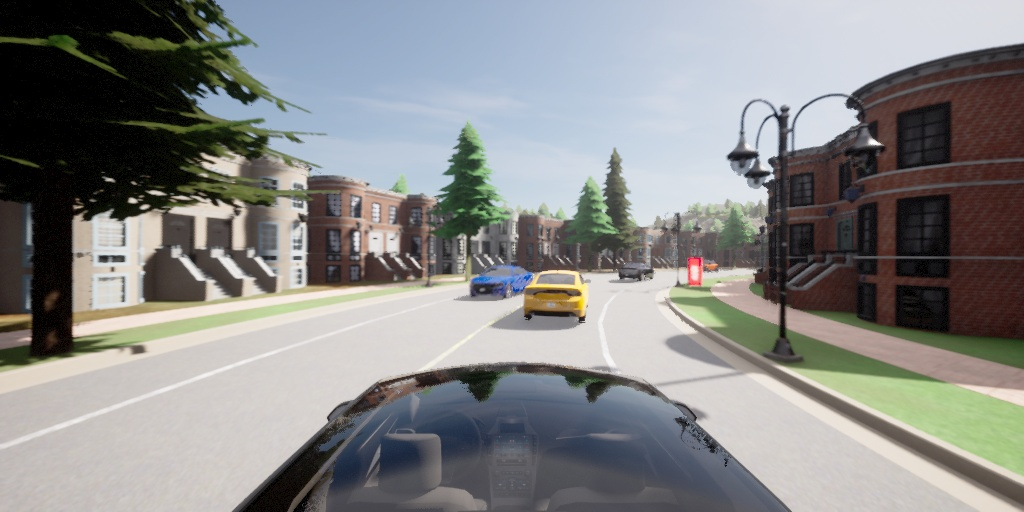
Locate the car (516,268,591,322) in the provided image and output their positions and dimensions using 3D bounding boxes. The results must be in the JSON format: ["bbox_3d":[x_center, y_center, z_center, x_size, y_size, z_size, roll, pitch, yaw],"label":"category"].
[{"bbox_3d":[1.695,1.242,12.581,1.882,1.535,5.008,0,0,14],"label":"car"}]

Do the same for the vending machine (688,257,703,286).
[{"bbox_3d":[12.379,1.055,24.237,1.100,2.100,0.880,0,0,34],"label":"vending machine"}]

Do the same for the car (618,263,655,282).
[{"bbox_3d":[10.665,1.335,30.501,2.128,1.511,4.902,0,0,38],"label":"car"}]

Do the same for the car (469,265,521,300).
[{"bbox_3d":[-0.433,1.223,18.115,1.882,1.535,5.008,0,0,21],"label":"car"}]

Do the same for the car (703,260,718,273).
[{"bbox_3d":[26.447,1.336,49.434,4.553,1.767,2.097,1,0,-35],"label":"car"}]
